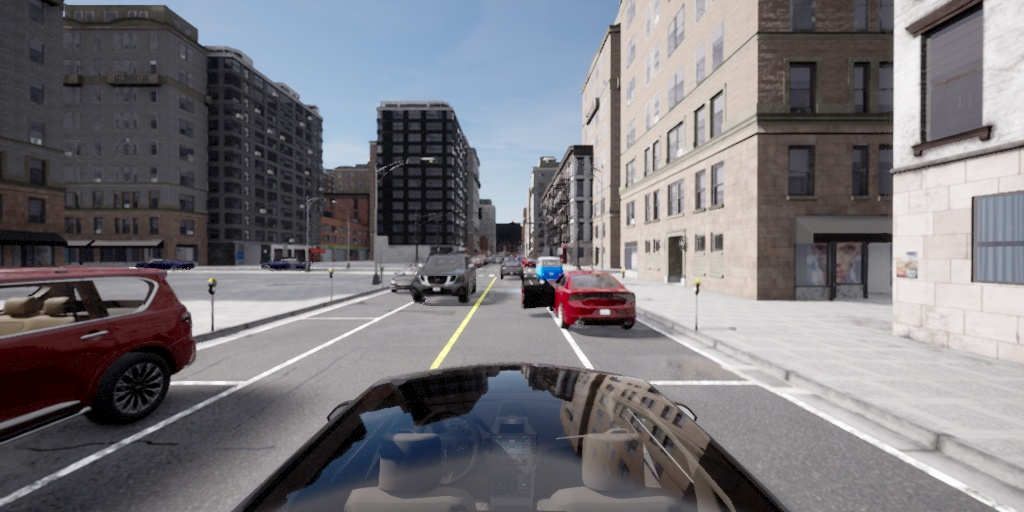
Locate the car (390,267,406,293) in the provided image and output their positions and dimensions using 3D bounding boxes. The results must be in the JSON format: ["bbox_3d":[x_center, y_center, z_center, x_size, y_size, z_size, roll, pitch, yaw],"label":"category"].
[{"bbox_3d":[-5.401,1.212,19.981,2.007,1.370,4.403,0,0,0],"label":"car"}]

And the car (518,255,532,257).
[{"bbox_3d":[2.597,0.781,57.955,2.192,1.841,5.009,0,0,0],"label":"car"}]

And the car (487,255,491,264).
[{"bbox_3d":[-5.432,0.754,63.359,2.192,1.841,5.009,0,0,0],"label":"car"}]

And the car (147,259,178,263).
[{"bbox_3d":[-36.420,0.979,37.861,4.718,1.301,1.895,0,0,0],"label":"car"}]

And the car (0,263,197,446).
[{"bbox_3d":[-5.389,1.059,2.941,2.192,1.841,5.009,0,0,0],"label":"car"}]

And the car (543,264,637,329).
[{"bbox_3d":[2.229,1.183,11.061,1.882,1.535,5.008,0,0,0],"label":"car"}]

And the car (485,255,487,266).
[{"bbox_3d":[-5.428,0.993,57.780,1.751,1.417,4.829,0,0,0],"label":"car"}]

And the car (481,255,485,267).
[{"bbox_3d":[-5.424,0.935,52.541,1.967,1.591,4.097,0,0,0],"label":"car"}]

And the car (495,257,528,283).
[{"bbox_3d":[-0.019,1.103,29.646,2.128,1.511,4.902,0,0,0],"label":"car"}]

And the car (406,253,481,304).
[{"bbox_3d":[-2.855,0.901,16.370,2.150,2.045,5.566,0,0,0],"label":"car"}]

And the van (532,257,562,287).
[{"bbox_3d":[2.620,0.973,25.666,1.690,1.789,3.998,0,0,0],"label":"van"}]

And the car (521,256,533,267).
[{"bbox_3d":[2.601,1.039,52.546,1.888,1.381,4.507,0,0,0],"label":"car"}]

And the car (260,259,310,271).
[{"bbox_3d":[-25.832,1.023,40.877,4.718,1.301,1.895,0,0,-1],"label":"car"}]
